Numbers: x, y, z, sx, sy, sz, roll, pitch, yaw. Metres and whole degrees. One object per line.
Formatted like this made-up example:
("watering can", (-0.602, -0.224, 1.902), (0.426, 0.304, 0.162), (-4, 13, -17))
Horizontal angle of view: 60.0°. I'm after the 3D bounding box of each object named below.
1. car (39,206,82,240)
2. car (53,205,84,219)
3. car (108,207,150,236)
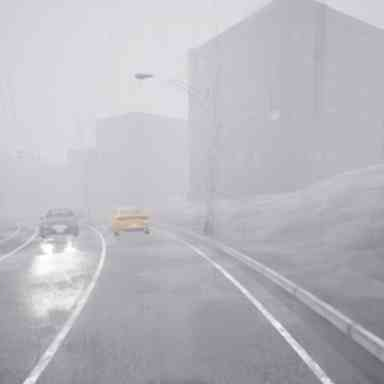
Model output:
("car", (-7.397, 1.709, 18.763), (2.128, 1.511, 4.902), (-1, -1, -21))
("car", (-13.989, 2.270, 37.564), (1.994, 1.385, 4.181), (-2, -1, -38))
("car", (-3.824, 1.620, 19.735), (1.882, 1.535, 5.008), (-1, -1, -19))
